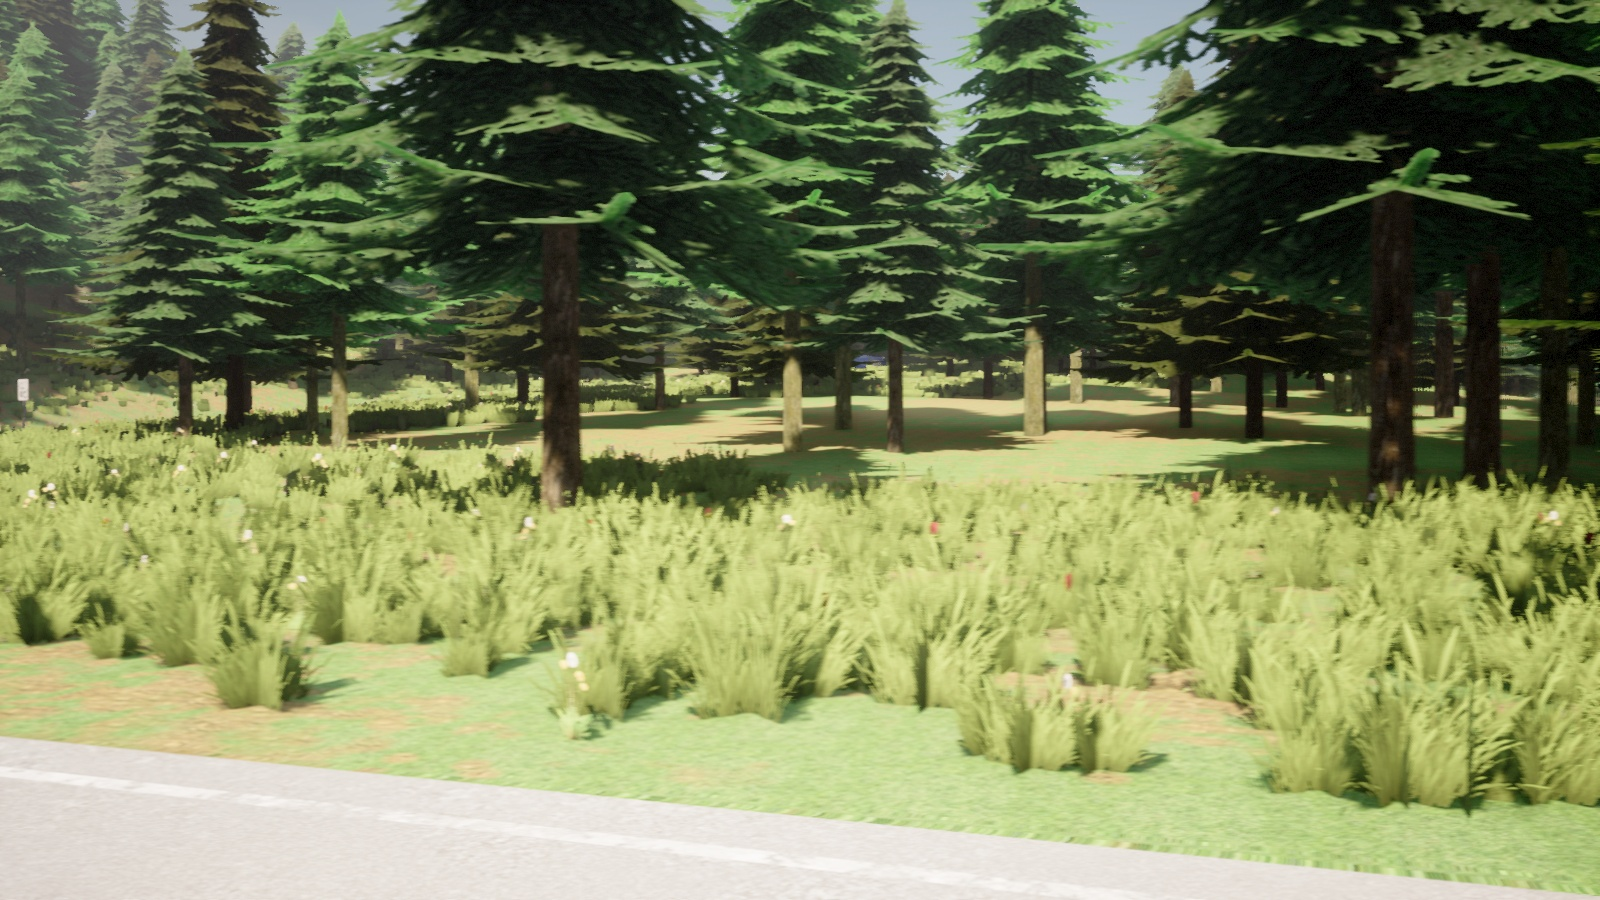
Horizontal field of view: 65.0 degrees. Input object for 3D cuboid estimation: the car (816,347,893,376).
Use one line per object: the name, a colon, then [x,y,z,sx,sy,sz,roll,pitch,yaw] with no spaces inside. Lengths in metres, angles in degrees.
car: [3.325,-5.409,76.899,4.181,1.385,1.994,-5,2,-15]
